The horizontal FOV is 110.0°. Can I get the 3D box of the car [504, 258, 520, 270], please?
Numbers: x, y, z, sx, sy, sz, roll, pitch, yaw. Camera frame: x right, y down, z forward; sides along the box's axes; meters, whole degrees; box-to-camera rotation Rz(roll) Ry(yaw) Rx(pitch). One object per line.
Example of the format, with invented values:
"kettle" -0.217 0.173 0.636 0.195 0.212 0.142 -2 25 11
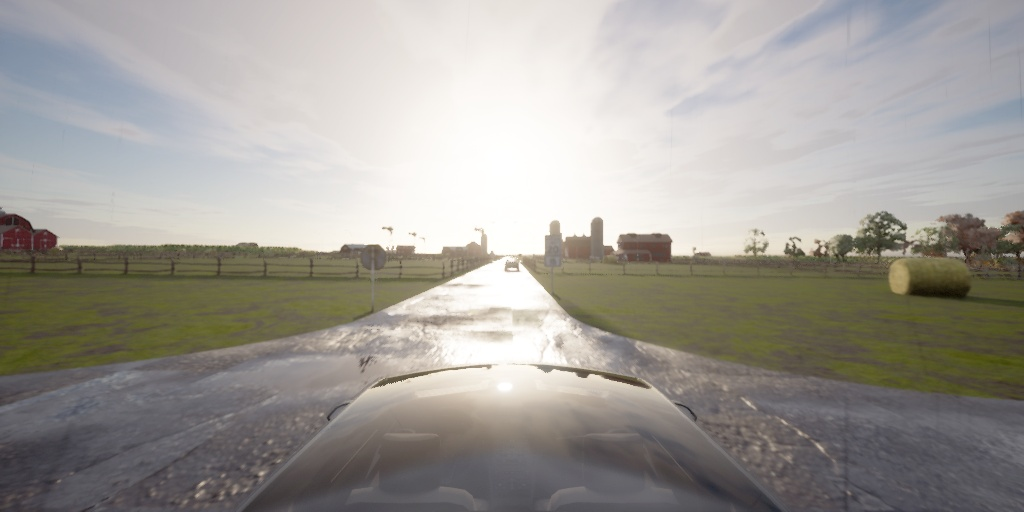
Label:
"car" -0.001 1.045 46.497 2.128 1.511 4.902 0 0 0
